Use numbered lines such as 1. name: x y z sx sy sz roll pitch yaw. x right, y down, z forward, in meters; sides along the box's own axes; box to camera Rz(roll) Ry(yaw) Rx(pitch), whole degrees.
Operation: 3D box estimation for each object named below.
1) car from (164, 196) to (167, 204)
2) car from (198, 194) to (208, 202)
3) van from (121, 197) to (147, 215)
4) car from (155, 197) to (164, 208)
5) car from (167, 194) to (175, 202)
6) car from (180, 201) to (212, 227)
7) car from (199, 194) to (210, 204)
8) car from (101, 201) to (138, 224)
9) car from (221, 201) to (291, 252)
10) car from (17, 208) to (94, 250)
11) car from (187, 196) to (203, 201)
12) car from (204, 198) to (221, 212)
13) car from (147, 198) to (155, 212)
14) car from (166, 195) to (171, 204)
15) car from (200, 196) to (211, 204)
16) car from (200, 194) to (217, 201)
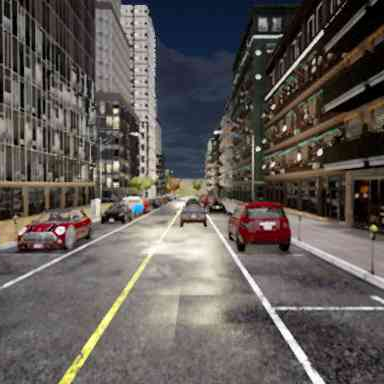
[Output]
1. car: -5.656 1.662 54.099 1.947 1.339 4.313 -1 0 0
2. car: 2.695 1.449 82.464 2.192 1.841 5.009 -1 0 0
3. van: -5.668 1.398 31.308 1.690 1.788 3.998 -1 0 0
4. car: -5.658 1.652 48.401 1.947 1.339 4.313 -1 0 0
5. car: -5.658 1.694 76.891 1.947 1.339 4.313 -1 0 0
6. car: 0.106 1.590 23.406 2.033 1.411 5.357 0 0 0
7. car: 2.691 1.436 71.068 2.192 1.841 5.009 -1 0 0
8. car: -5.665 1.612 25.610 1.947 1.339 4.313 -1 0 0
9. car: 2.673 1.341 14.087 2.192 1.841 5.009 -1 0 0
10. car: -5.671 1.466 14.214 1.967 1.590 4.097 -1 0 0
11. car: 0.112 1.578 41.457 1.837 1.490 4.892 0 0 0
12. car: 2.686 1.632 36.877 1.947 1.339 4.313 -1 0 0
13. car: -5.662 1.611 37.006 1.887 1.381 4.507 -1 0 0
14. car: -5.652 1.695 65.495 1.802 1.307 4.206 -1 0 0
15. car: 2.692 1.553 65.368 1.967 1.590 4.097 -1 0 0
16. car: 2.684 1.402 48.274 2.192 1.841 5.009 -1 0 0
